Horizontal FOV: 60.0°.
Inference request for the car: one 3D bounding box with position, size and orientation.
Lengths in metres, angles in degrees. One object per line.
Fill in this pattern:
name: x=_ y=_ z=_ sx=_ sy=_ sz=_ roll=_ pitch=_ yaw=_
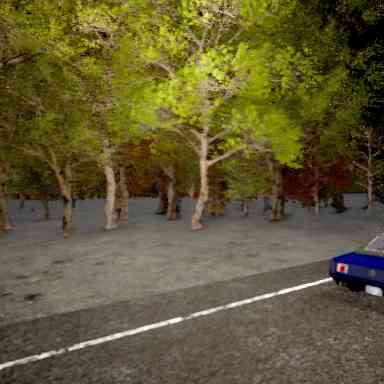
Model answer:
car: x=5.281 y=1.596 z=7.636 sx=4.718 sy=1.301 sz=1.895 roll=0 pitch=0 yaw=-35
